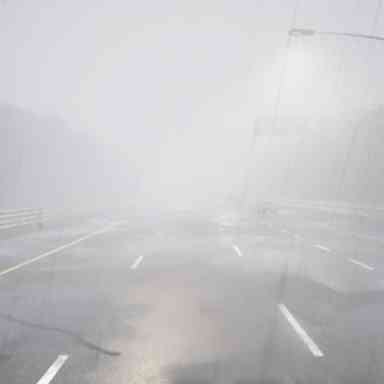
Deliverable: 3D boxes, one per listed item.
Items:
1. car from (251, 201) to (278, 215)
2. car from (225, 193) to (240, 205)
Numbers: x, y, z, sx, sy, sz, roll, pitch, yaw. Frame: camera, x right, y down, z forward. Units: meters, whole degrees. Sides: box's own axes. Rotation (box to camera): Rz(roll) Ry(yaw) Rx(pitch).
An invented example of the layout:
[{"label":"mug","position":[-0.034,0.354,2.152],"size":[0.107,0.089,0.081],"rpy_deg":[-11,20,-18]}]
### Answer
[{"label":"car","position":[7.049,1.583,32.937],"size":[1.895,1.301,4.718],"rpy_deg":[0,0,0]},{"label":"car","position":[7.127,1.200,58.961],"size":[2.150,2.045,5.566],"rpy_deg":[0,0,0]}]
